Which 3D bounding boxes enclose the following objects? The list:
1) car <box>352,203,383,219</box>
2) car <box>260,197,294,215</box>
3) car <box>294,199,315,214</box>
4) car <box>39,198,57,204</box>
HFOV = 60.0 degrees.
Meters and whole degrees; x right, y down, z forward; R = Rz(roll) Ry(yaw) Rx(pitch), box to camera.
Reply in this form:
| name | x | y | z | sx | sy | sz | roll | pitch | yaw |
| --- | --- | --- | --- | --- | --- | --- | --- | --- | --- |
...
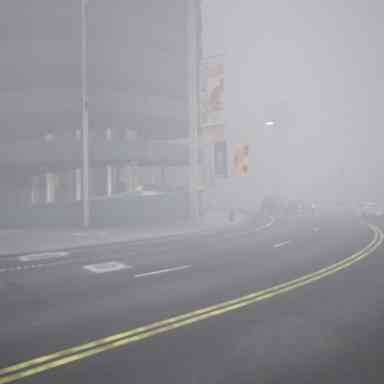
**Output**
| name | x | y | z | sx | sy | sz | roll | pitch | yaw |
| --- | --- | --- | --- | --- | --- | --- | --- | --- | --- |
| car | 16.195 | 1.690 | 30.386 | 1.812 | 1.442 | 4.674 | -1 | -1 | 11 |
| car | 9.680 | 1.575 | 39.313 | 2.150 | 2.045 | 5.566 | 0 | -1 | -4 |
| car | 12.960 | 1.674 | 40.160 | 2.097 | 1.767 | 4.553 | -1 | -1 | -6 |
| car | -25.572 | 2.060 | 58.957 | 2.435 | 2.045 | 5.566 | 0 | -1 | -40 |
